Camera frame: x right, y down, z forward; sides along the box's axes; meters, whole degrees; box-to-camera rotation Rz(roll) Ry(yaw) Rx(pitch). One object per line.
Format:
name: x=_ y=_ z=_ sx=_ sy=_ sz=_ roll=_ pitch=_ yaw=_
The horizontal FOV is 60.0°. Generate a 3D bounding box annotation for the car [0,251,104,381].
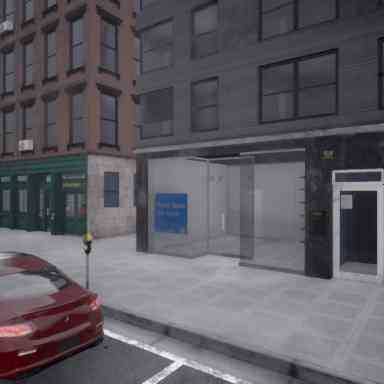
car: x=-3.089 y=1.582 z=5.026 sx=4.206 sy=1.307 sz=1.802 roll=0 pitch=0 yaw=36
